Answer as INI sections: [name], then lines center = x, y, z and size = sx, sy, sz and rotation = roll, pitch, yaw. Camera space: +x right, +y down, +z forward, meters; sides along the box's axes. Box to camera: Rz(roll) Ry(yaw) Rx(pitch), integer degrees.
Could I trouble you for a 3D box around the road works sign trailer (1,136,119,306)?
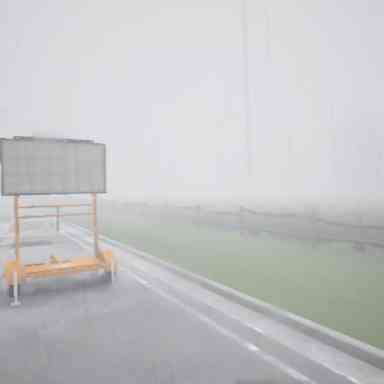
[road works sign trailer]
center = -3.394, 0.461, 8.364
size = 2.380, 3.560, 2.880
rotation = -1, 1, -30
